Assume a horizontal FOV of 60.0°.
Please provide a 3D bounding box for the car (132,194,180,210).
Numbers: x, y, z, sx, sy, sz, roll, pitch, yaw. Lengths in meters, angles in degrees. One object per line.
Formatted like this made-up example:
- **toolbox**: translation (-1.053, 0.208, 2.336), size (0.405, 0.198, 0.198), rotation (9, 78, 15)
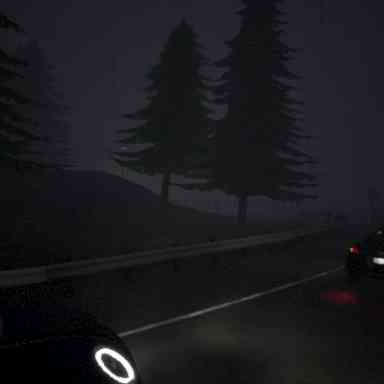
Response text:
- **car**: translation (-4.775, 1.318, 43.733), size (5.566, 2.045, 2.150), rotation (0, 0, 37)

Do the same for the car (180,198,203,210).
- **car**: translation (-1.275, 1.726, 45.519), size (4.718, 1.301, 1.895), rotation (0, 0, 36)

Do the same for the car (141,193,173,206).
- **car**: translation (-6.145, 1.319, 57.666), size (5.566, 2.045, 2.150), rotation (1, 0, 36)

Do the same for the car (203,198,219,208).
- **car**: translation (1.896, 1.648, 51.861), size (4.902, 1.511, 2.128), rotation (0, 0, 36)

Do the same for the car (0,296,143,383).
- **car**: translation (-2.584, 1.348, 2.182), size (4.553, 1.767, 2.097), rotation (0, 0, -35)

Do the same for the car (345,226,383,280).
- **car**: translation (5.958, 1.619, 9.198), size (4.181, 1.385, 1.994), rotation (1, 0, -42)
